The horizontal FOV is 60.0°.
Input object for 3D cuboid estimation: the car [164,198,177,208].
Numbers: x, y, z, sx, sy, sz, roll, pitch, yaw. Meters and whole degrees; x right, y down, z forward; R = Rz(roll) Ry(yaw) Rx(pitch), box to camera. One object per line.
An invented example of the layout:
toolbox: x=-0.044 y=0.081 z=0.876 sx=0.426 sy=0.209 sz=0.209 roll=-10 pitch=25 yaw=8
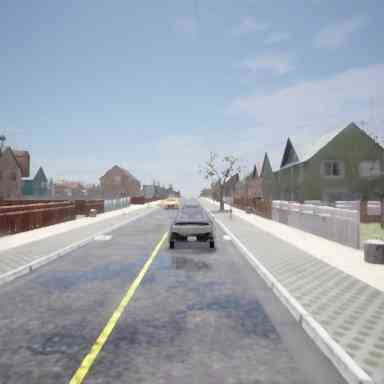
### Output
car: x=-2.750 y=1.563 z=45.666 sx=1.882 sy=1.535 sz=5.008 roll=0 pitch=0 yaw=0

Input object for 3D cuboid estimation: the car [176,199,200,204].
car: x=0.000 y=1.517 z=29.661 sx=2.128 sy=1.511 sz=4.902 roll=0 pitch=0 yaw=0

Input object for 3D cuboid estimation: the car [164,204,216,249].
car: x=0.000 y=1.502 z=14.656 sx=2.128 sy=1.511 sz=4.902 roll=0 pitch=0 yaw=0
